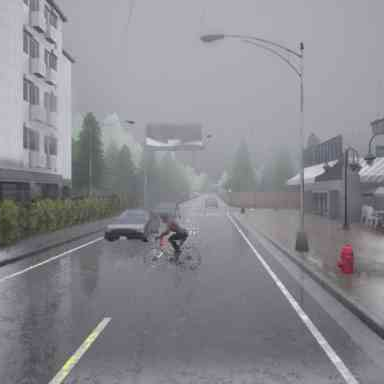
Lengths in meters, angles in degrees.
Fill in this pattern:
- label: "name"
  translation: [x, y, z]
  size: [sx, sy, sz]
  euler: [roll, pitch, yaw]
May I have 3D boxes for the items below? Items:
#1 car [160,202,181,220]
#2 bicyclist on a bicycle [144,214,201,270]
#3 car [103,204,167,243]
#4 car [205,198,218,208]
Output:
- label: "car"
  translation: [-2.022, 1.547, 28.009]
  size: [2.033, 1.411, 5.357]
  euler: [0, 0, 3]
- label: "bicyclist on a bicycle"
  translation: [-0.588, 1.452, 9.549]
  size: [1.656, 1.620, 0.582]
  euler: [-2, 0, 3]
- label: "car"
  translation: [-2.730, 1.547, 16.520]
  size: [2.033, 1.411, 5.357]
  euler: [0, 0, 3]
- label: "car"
  translation: [2.913, 1.616, 50.024]
  size: [2.033, 1.411, 5.357]
  euler: [0, 2, 3]
